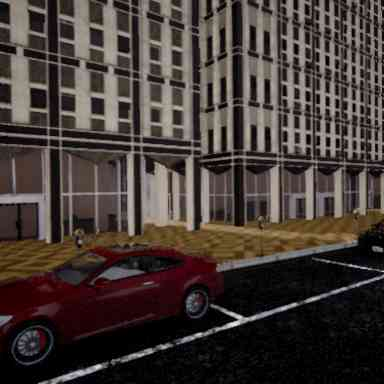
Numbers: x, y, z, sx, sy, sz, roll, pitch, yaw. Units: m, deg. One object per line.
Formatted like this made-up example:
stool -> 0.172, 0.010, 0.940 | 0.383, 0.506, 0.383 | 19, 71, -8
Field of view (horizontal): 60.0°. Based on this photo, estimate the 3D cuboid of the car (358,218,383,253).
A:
car -> 7.859, 1.497, 12.182 | 4.313, 1.339, 1.947 | 0, 0, -36

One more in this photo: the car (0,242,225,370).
car -> -1.323, 1.571, 5.626 | 4.206, 1.307, 1.802 | 0, 0, -36
